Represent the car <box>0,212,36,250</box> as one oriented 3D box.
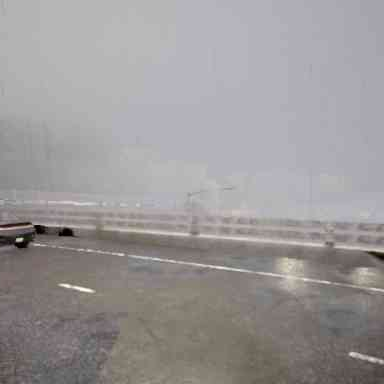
[{"bbox_3d":[-8.222,1.488,12.901,4.902,1.511,2.128,0,0,28],"label":"car"}]
